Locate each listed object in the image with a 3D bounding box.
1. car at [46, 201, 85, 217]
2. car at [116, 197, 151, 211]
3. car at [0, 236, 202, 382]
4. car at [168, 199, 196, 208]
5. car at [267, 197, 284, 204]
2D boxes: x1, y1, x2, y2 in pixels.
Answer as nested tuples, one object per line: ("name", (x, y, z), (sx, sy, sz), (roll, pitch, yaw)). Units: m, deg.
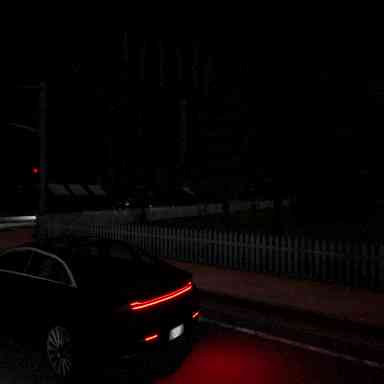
("car", (-12.409, 1.564, 31.888), (1.994, 1.385, 4.181), (0, 0, 34))
("car", (-6.991, 1.352, 39.911), (2.097, 1.767, 4.553), (0, 0, 34))
("car", (-2.153, 1.491, 5.477), (4.902, 1.511, 2.128), (0, 0, 36))
("car", (-1.432, 1.601, 48.131), (1.895, 1.301, 4.718), (0, 0, 34))
("car", (15.180, 1.547, 59.910), (2.033, 1.411, 5.357), (0, 0, 34))
